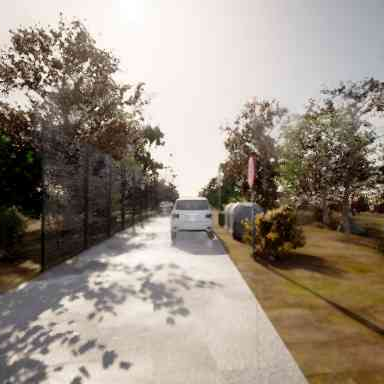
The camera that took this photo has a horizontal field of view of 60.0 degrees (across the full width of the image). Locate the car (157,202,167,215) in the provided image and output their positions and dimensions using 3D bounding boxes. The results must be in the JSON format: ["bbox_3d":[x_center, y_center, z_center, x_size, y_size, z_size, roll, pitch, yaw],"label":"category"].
[{"bbox_3d":[-3.031,1.902,39.102,2.128,1.511,4.902,0,-1,0],"label":"car"}]

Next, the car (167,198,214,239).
[{"bbox_3d":[0.002,1.316,18.210,2.150,2.045,5.566,0,-1,0],"label":"car"}]

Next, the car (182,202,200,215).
[{"bbox_3d":[-0.100,1.994,40.920,2.033,1.411,5.357,0,-1,0],"label":"car"}]
